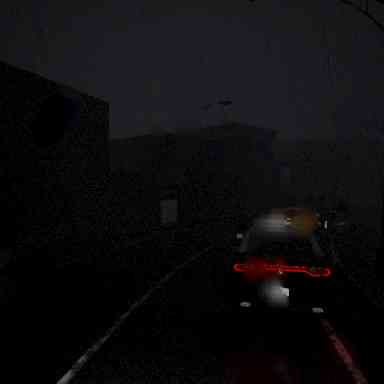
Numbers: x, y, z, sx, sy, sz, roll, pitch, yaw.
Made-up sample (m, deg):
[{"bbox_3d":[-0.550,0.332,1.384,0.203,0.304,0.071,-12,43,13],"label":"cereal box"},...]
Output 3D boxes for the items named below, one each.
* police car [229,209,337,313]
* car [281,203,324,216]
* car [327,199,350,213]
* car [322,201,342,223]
[{"bbox_3d":[2.048,1.428,7.952,1.930,1.638,5.238,0,0,13],"label":"police car"},{"bbox_3d":[5.189,1.493,16.621,1.882,1.535,5.008,1,0,26],"label":"car"},{"bbox_3d":[15.557,1.531,36.285,4.902,1.511,2.128,0,1,-43],"label":"car"},{"bbox_3d":[8.033,1.537,21.451,1.837,1.490,4.892,1,0,34],"label":"car"}]
